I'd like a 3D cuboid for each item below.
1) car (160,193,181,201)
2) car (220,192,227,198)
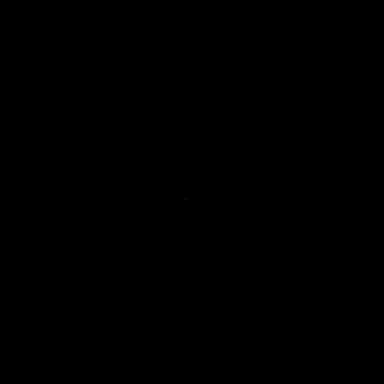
[{"bbox_3d":[-4.019,0.878,62.644,1.994,1.385,4.181,0,1,41],"label":"car"},{"bbox_3d":[6.069,0.661,74.710,1.994,1.385,4.181,0,0,39],"label":"car"}]
